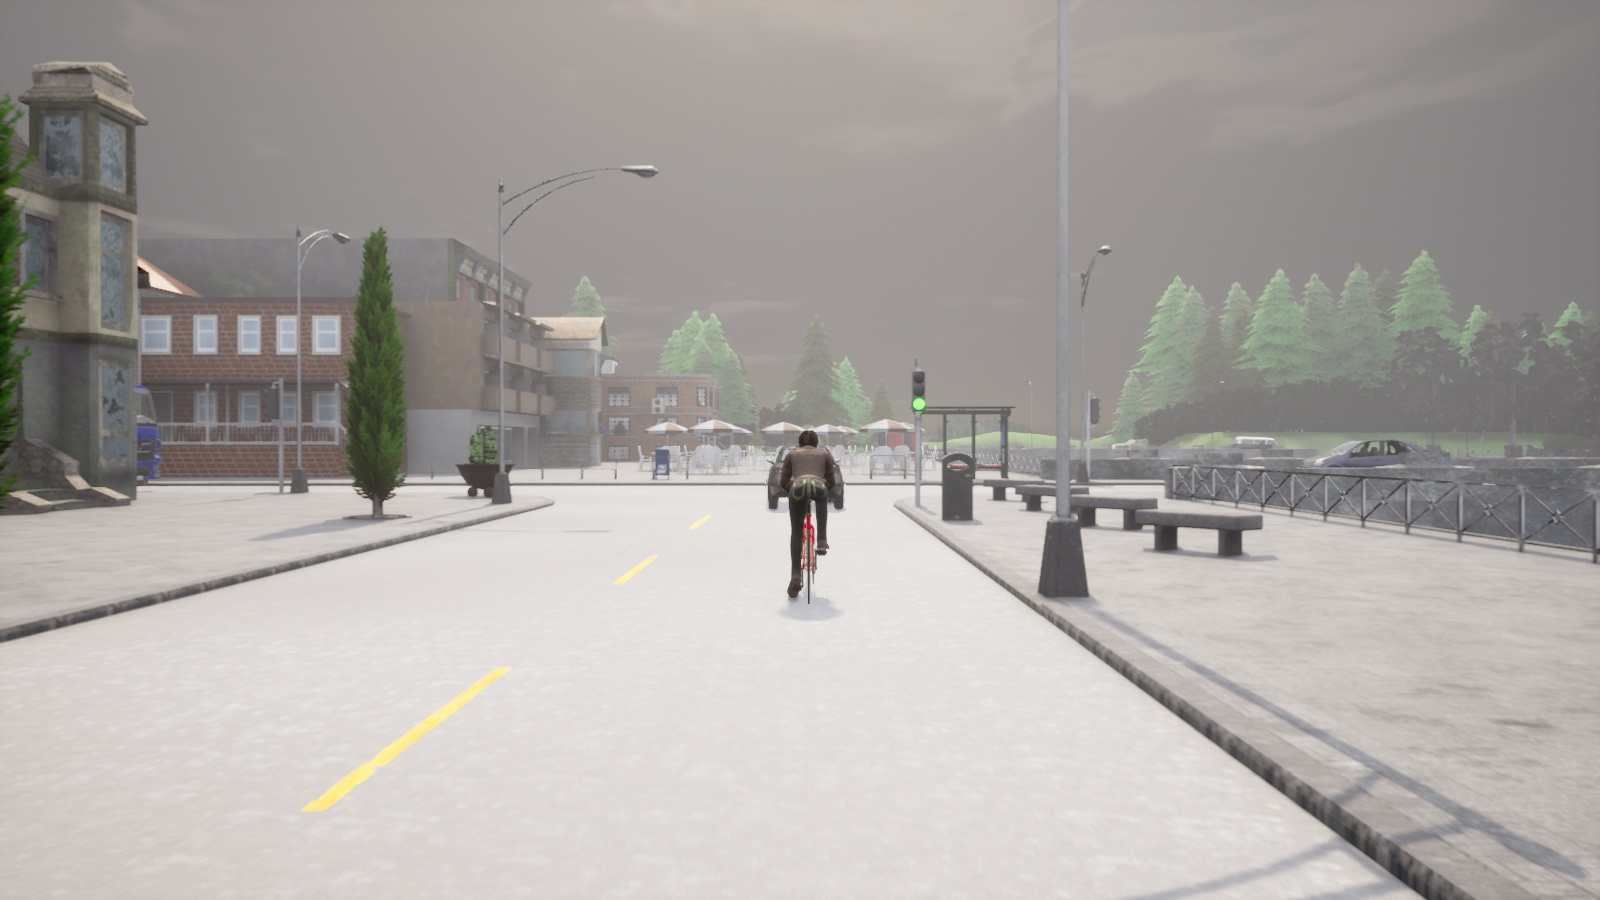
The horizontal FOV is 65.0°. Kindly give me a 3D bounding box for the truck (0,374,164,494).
[{"bbox_3d":[-23.750,-0.467,37.642,7.936,3.462,2.891,0,0,1],"label":"truck"}]

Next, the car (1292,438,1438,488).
[{"bbox_3d":[18.579,0.426,41.410,3.988,1.617,1.851,0,0,0],"label":"car"}]

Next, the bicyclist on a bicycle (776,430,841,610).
[{"bbox_3d":[0.083,0.631,12.171,0.582,1.620,1.656,0,0,0],"label":"bicyclist on a bicycle"}]

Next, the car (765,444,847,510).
[{"bbox_3d":[0.085,0.591,30.036,1.816,1.474,4.193,0,0,-2],"label":"car"}]
